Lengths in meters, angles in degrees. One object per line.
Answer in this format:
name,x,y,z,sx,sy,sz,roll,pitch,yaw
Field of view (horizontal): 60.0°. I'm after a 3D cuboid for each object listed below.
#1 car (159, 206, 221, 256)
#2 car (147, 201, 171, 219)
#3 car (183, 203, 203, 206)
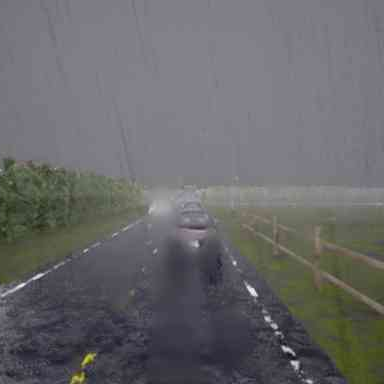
car,0.086,1.521,13.243,2.128,1.511,4.902,0,0,0
car,-2.851,1.588,30.043,1.812,1.442,4.674,0,0,0
car,0.079,1.624,29.025,1.994,1.385,4.181,0,0,0
